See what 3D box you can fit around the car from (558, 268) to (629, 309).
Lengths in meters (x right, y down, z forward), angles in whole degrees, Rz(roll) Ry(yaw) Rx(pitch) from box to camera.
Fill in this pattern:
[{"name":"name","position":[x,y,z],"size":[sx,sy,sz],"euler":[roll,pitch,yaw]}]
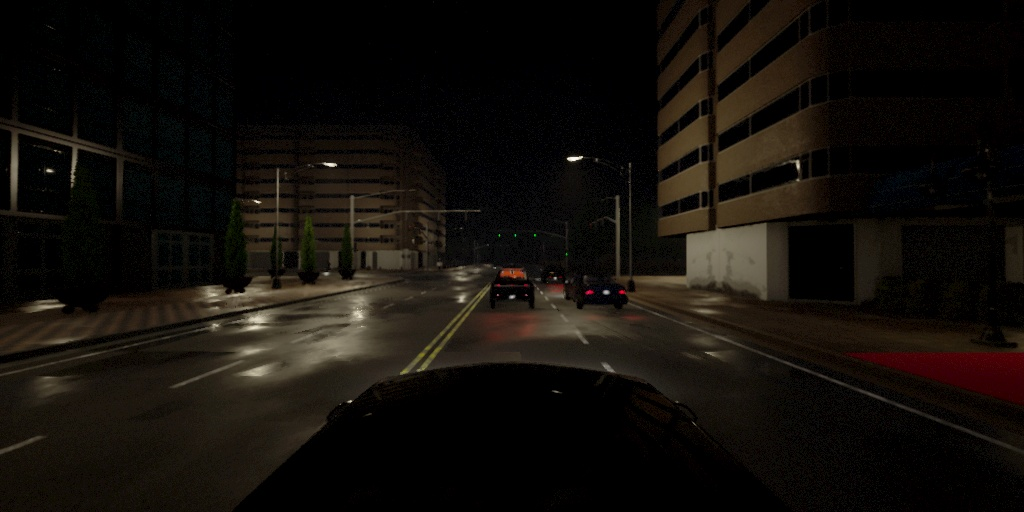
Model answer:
[{"name":"car","position":[3.509,1.430,15.840],"size":[2.033,1.411,5.357],"euler":[0,-1,0]}]

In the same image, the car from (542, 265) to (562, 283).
[{"name":"car","position":[3.585,1.533,31.138],"size":[1.837,1.490,4.892],"euler":[0,0,3]}]

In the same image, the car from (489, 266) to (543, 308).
[{"name":"car","position":[0.011,1.378,16.140],"size":[2.128,1.511,4.902],"euler":[0,0,0]}]

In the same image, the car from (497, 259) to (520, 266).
[{"name":"car","position":[-0.010,1.374,30.921],"size":[2.097,1.767,4.553],"euler":[0,-1,-1]}]

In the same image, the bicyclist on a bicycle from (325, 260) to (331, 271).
[{"name":"bicyclist on a bicycle","position":[-27.974,1.490,54.527],"size":[0.582,1.620,1.656],"euler":[0,0,0]}]
